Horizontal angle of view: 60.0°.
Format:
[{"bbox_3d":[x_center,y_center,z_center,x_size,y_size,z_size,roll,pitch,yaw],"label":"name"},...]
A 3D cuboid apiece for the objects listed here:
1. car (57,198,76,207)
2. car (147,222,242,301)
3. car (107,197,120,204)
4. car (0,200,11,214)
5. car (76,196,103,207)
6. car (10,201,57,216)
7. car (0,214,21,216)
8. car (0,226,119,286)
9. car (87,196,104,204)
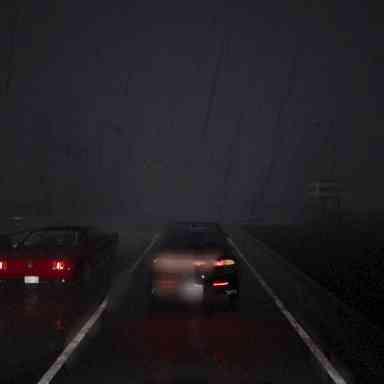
[{"bbox_3d":[-18.553,1.601,49.578,1.895,1.301,4.718,0,0,0],"label":"car"},{"bbox_3d":[0.064,1.492,8.291,2.128,1.511,4.902,0,0,1],"label":"car"},{"bbox_3d":[-14.979,1.563,63.875,1.994,1.385,4.181,0,0,1],"label":"car"},{"bbox_3d":[-18.574,1.525,32.022,1.812,1.442,4.674,0,0,0],"label":"car"},{"bbox_3d":[-15.053,1.352,49.533,2.097,1.767,4.553,0,0,0],"label":"car"},{"bbox_3d":[-15.075,1.564,31.876,1.994,1.385,4.181,0,0,0],"label":"car"},{"bbox_3d":[-6.933,1.547,8.722,2.033,1.411,5.357,0,0,1],"label":"car"},{"bbox_3d":[-3.427,1.601,9.379,1.895,1.301,4.718,0,0,0],"label":"car"},{"bbox_3d":[-18.472,1.504,63.768,1.837,1.490,4.892,0,0,1],"label":"car"}]
